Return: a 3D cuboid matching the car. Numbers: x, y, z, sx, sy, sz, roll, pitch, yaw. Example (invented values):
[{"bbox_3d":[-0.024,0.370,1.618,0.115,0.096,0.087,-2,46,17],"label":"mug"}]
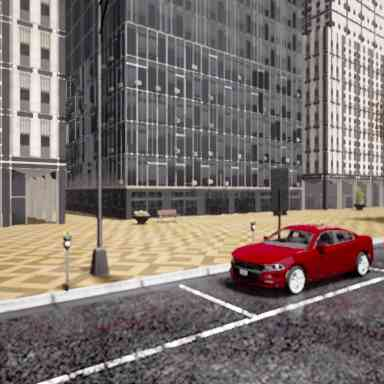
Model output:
[{"bbox_3d":[2.970,1.539,8.684,4.507,1.381,1.887,0,0,-36],"label":"car"}]
